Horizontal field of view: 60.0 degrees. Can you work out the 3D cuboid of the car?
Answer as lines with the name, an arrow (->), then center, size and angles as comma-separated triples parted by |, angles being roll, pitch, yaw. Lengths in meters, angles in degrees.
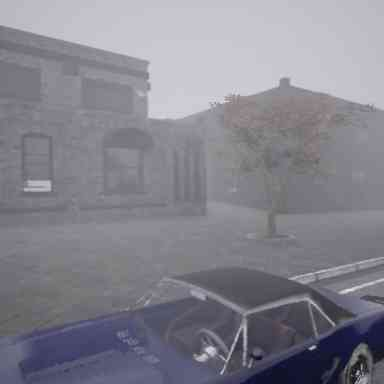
car -> 0.170, 1.608, 3.491 | 4.718, 1.301, 1.895 | 0, 0, -35
